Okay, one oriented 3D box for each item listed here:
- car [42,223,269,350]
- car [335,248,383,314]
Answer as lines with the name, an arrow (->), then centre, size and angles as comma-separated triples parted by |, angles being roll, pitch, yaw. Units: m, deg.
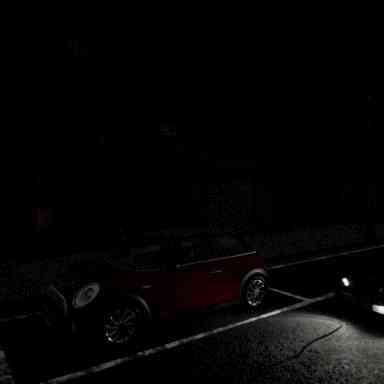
car -> -0.530, 1.440, 6.154 | 4.097, 1.590, 1.967 | 0, 0, -35
car -> 5.281, 1.547, 7.013 | 5.357, 1.411, 2.033 | 0, 0, -35
